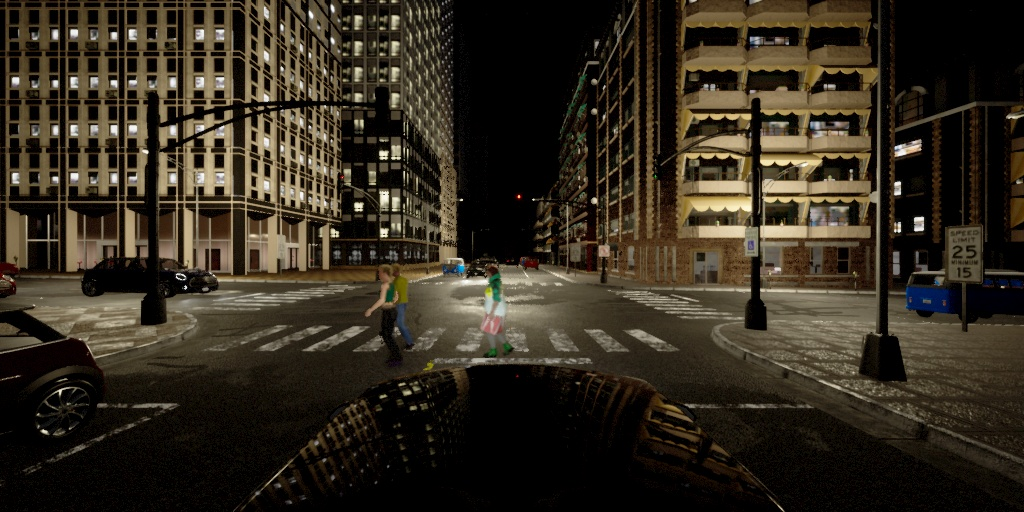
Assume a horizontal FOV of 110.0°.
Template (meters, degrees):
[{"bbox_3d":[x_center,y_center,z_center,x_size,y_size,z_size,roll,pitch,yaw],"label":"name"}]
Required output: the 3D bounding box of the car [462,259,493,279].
[{"bbox_3d":[-3.057,1.260,32.771,1.837,1.490,4.892,0,0,0],"label":"car"}]

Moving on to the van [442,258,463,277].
[{"bbox_3d":[-5.649,1.097,34.812,1.690,1.789,3.998,0,0,0],"label":"van"}]

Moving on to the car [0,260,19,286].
[{"bbox_3d":[-21.133,0.818,13.125,4.097,1.591,1.967,0,0,0],"label":"car"}]

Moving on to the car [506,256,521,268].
[{"bbox_3d":[0.080,0.994,63.915,2.150,2.045,5.566,0,0,0],"label":"car"}]

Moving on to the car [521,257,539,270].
[{"bbox_3d":[2.752,1.079,51.456,2.192,1.841,5.009,0,0,0],"label":"car"}]

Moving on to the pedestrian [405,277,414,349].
[{"bbox_3d":[-2.397,1.047,7.669,0.375,1.860,0.375,0,0,0],"label":"pedestrian"}]

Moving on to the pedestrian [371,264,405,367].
[{"bbox_3d":[-2.232,1.044,6.468,0.375,1.860,0.375,0,0,0],"label":"pedestrian"}]

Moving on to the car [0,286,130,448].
[{"bbox_3d":[-5.689,1.190,2.338,1.967,1.591,4.097,0,0,0],"label":"car"}]

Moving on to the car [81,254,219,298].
[{"bbox_3d":[-15.662,0.832,15.719,4.553,1.767,2.097,1,0,0],"label":"car"}]

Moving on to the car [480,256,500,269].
[{"bbox_3d":[-3.039,0.981,44.254,2.150,2.045,5.566,0,0,1],"label":"car"}]

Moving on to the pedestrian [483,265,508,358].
[{"bbox_3d":[-0.325,1.044,7.066,0.375,1.860,0.375,0,0,0],"label":"pedestrian"}]

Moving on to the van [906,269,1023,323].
[{"bbox_3d":[16.926,1.453,13.027,3.998,1.789,1.690,0,0,0],"label":"van"}]
